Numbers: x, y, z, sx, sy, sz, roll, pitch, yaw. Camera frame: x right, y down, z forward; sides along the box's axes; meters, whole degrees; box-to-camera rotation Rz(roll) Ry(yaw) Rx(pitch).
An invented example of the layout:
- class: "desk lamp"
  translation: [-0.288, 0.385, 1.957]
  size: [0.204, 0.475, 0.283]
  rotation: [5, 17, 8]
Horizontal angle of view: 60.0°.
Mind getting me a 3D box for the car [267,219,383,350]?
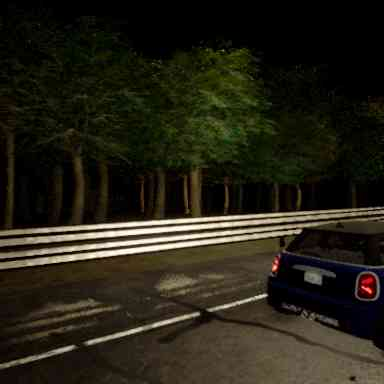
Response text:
- class: "car"
  translation: [3.572, 1.322, 6.292]
  size: [4.553, 1.767, 2.097]
  rotation: [0, 0, -35]
